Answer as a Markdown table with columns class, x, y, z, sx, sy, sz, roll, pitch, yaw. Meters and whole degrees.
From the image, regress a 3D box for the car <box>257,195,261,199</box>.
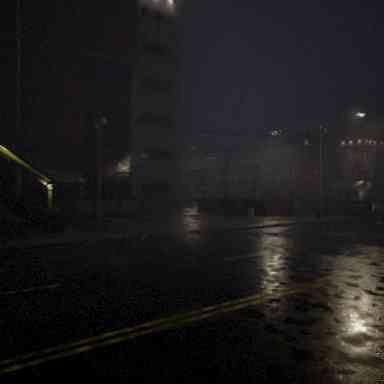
| class | x | y | z | sx | sy | sz | roll | pitch | yaw |
| --- | --- | --- | --- | --- | --- | --- | --- | --- | --- |
| car | 17.573 | 1.239 | 78.455 | 5.566 | 2.045 | 2.435 | 0 | 0 | -36 |

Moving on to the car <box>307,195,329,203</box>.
| class | x | y | z | sx | sy | sz | roll | pitch | yaw |
| --- | --- | --- | --- | --- | --- | --- | --- | --- | --- |
| car | 25.584 | 1.431 | 67.589 | 4.674 | 1.452 | 2.002 | 0 | 0 | -36 |

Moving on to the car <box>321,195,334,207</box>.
| class | x | y | z | sx | sy | sz | roll | pitch | yaw |
| --- | --- | --- | --- | --- | --- | --- | --- | --- | --- |
| car | 18.676 | 1.262 | 48.527 | 4.553 | 1.767 | 2.185 | 0 | 0 | -36 |
